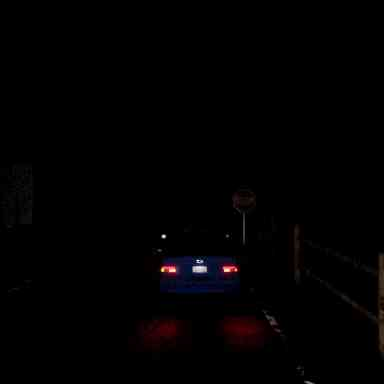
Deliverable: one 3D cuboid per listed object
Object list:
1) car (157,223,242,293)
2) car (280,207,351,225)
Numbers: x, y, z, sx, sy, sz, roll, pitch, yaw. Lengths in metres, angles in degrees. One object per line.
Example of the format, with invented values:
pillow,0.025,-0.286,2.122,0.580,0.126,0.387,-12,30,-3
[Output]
car,0.109,1.549,8.970,2.033,1.411,5.357,0,0,-1
car,9.045,1.790,24.665,4.718,1.301,1.895,1,-1,1
